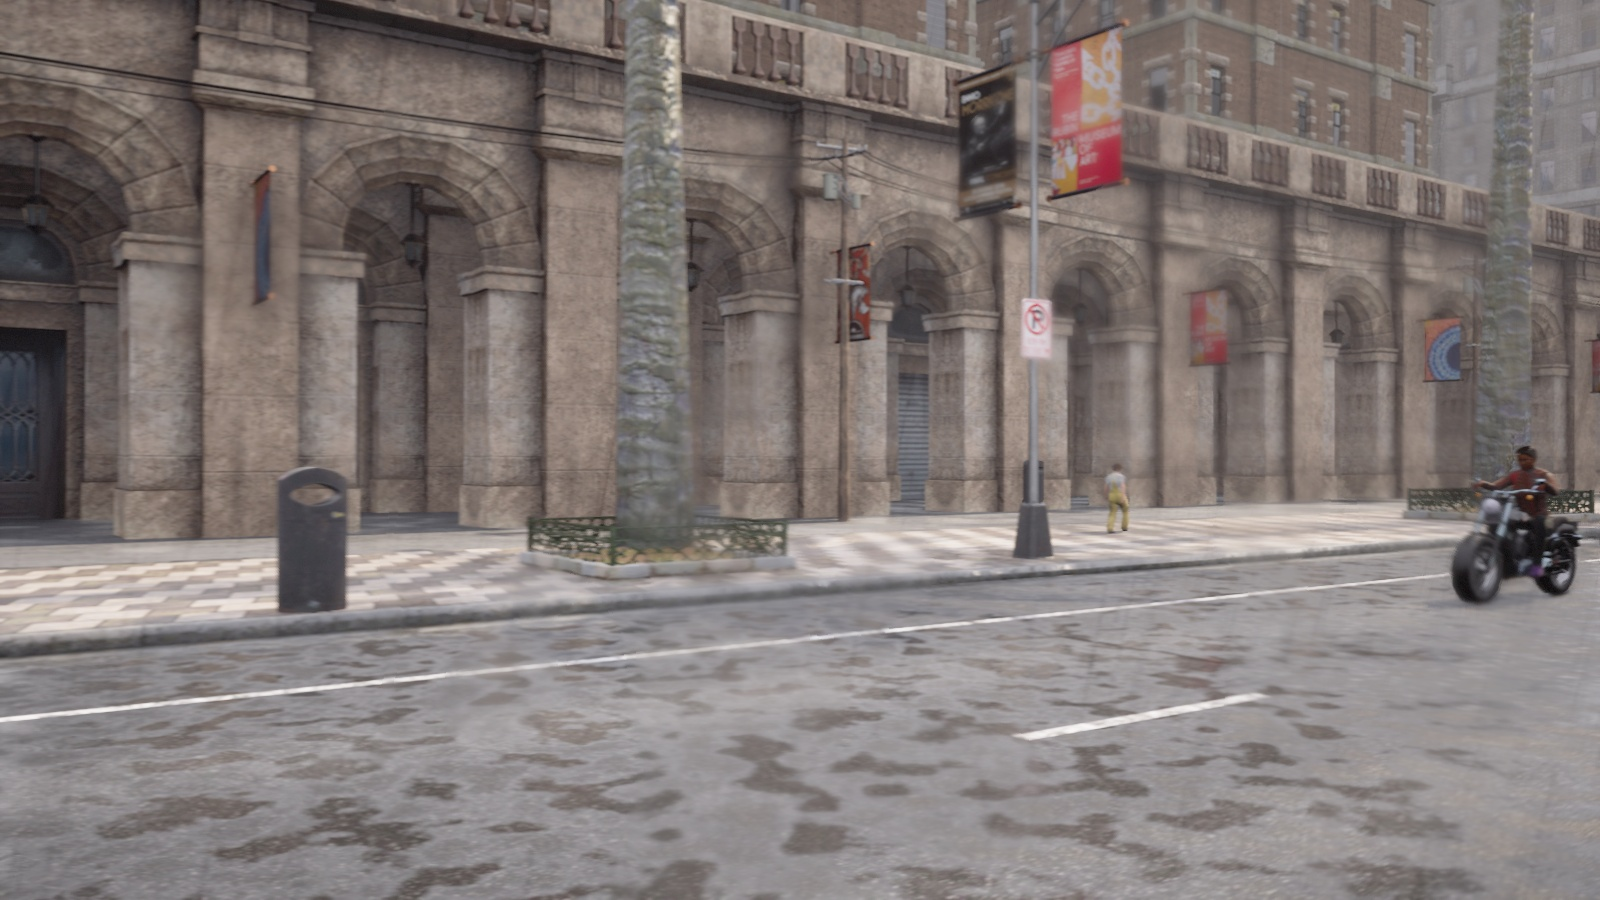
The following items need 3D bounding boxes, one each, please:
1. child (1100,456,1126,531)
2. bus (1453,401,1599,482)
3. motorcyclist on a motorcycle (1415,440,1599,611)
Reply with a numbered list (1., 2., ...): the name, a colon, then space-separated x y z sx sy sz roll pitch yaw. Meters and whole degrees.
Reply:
1. child: 5.328 0.739 21.390 0.270 1.263 0.437 0 0 37
2. bus: 41.840 -0.479 68.582 3.944 4.253 10.273 0 1 -35
3. motorcyclist on a motorcycle: 7.430 0.726 13.110 2.350 1.649 0.766 -1 0 -35
